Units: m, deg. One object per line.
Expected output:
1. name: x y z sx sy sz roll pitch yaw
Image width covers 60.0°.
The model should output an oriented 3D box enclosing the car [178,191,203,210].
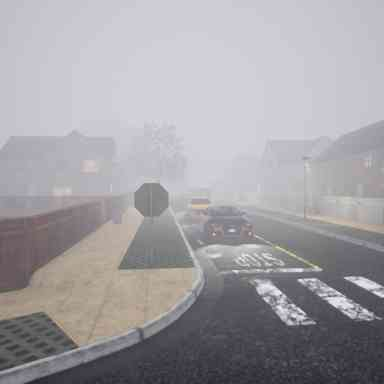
1. car: -0.448 0.947 34.076 2.128 1.511 4.902 0 1 -5

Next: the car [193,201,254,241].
1. car: 1.390 1.306 15.065 1.994 1.385 4.181 0 1 -6

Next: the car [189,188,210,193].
1. car: 1.332 0.499 46.142 2.150 2.045 5.566 0 1 -6

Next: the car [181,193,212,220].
1. car: 0.536 1.085 23.826 1.882 1.535 5.008 0 1 -6
